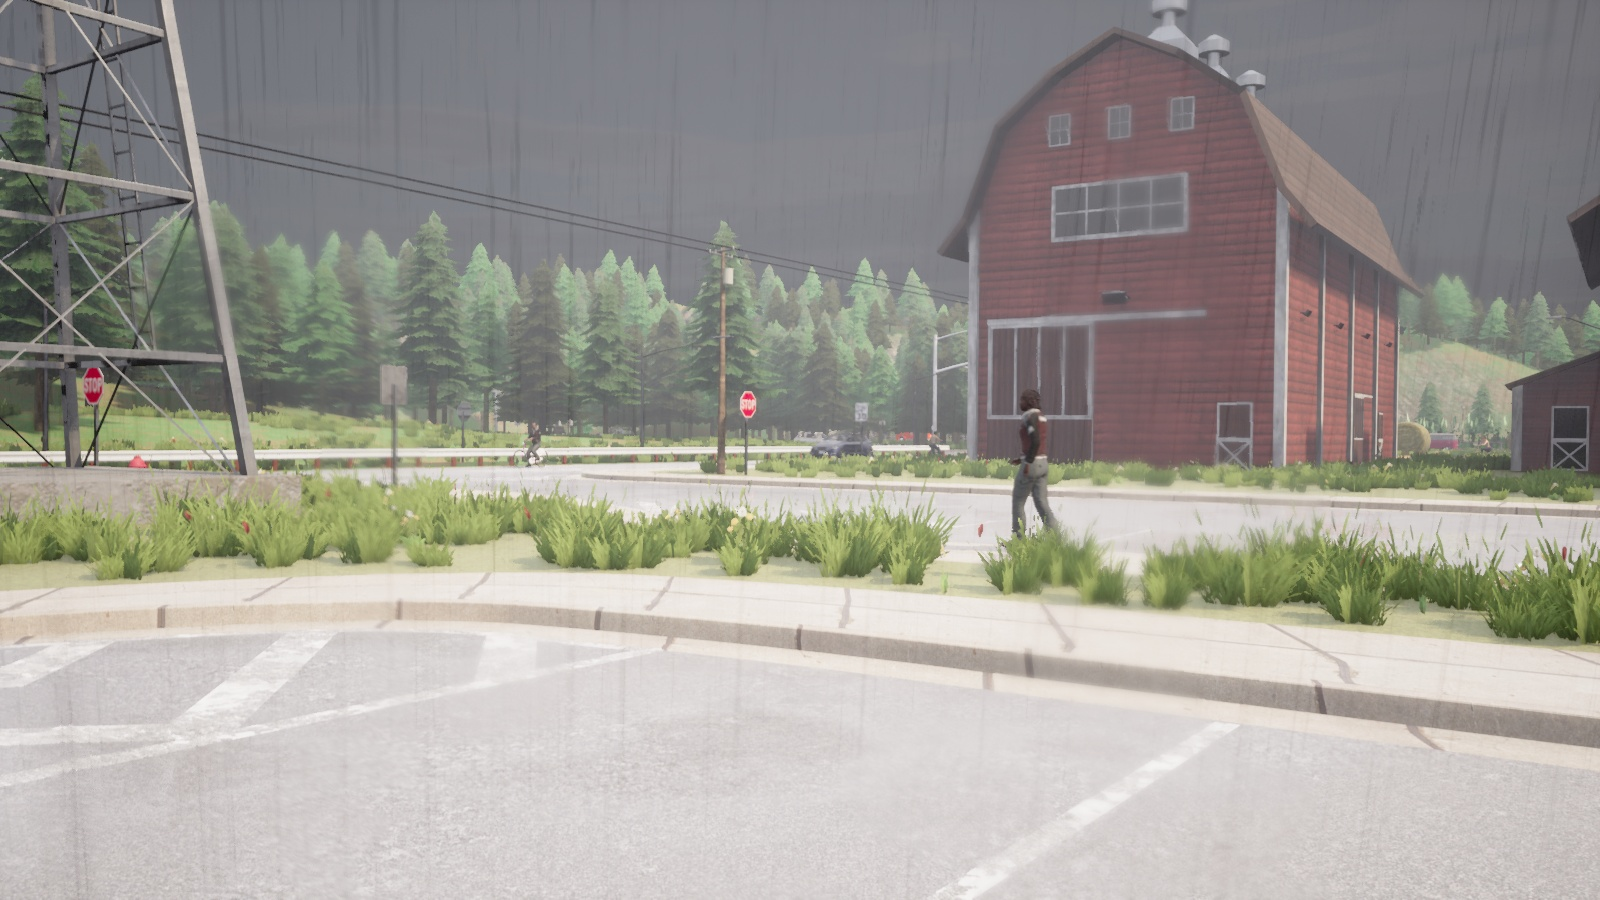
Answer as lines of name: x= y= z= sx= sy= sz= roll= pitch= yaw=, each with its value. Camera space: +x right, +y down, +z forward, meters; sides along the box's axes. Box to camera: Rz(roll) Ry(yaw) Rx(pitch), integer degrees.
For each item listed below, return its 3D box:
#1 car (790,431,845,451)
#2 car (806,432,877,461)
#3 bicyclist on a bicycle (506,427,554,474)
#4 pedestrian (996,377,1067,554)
car: x=1.348 y=-0.680 z=96.258 sx=3.806 sy=1.475 sz=1.970 roll=0 pitch=1 yaw=37
car: x=2.234 y=-0.204 z=66.812 sx=1.816 sy=1.474 sz=4.193 roll=0 pitch=1 yaw=34
bicyclist on a bicycle: x=-10.356 y=0.020 z=48.265 sx=0.659 sy=1.776 sz=1.843 roll=0 pitch=1 yaw=34
pedestrian: x=2.597 y=0.168 z=14.106 sx=0.666 sy=1.930 sz=0.402 roll=0 pitch=1 yaw=39
